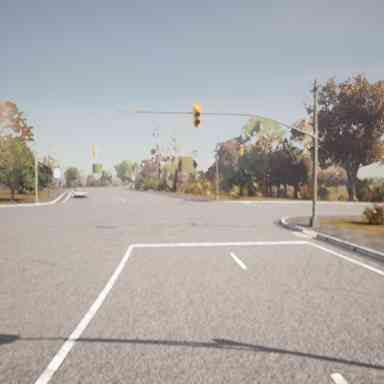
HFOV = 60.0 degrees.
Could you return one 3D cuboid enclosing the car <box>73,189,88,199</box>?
[{"bbox_3d":[-15.932,0.232,47.570,1.895,1.301,4.718,-1,2,-18],"label":"car"}]
